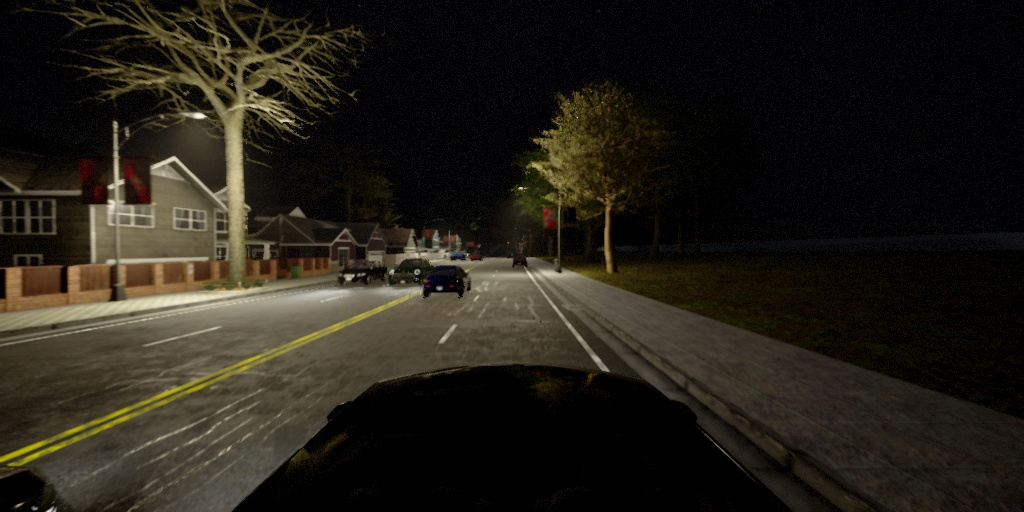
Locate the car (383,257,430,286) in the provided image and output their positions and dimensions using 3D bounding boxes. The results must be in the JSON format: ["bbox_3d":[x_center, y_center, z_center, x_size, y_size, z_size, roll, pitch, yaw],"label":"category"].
[{"bbox_3d":[-6.592,0.958,23.884,2.097,1.767,4.553,0,1,0],"label":"car"}]

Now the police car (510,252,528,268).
[{"bbox_3d":[0.982,0.623,45.366,1.930,1.638,5.238,0,1,0],"label":"police car"}]

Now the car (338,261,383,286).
[{"bbox_3d":[-9.843,1.095,24.061,2.128,1.511,4.902,0,1,0],"label":"car"}]

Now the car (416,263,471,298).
[{"bbox_3d":[-3.144,1.200,17.870,1.812,1.442,4.674,0,1,0],"label":"car"}]

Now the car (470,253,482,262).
[{"bbox_3d":[-6.506,0.261,65.121,1.882,1.535,5.008,0,1,0],"label":"car"}]
